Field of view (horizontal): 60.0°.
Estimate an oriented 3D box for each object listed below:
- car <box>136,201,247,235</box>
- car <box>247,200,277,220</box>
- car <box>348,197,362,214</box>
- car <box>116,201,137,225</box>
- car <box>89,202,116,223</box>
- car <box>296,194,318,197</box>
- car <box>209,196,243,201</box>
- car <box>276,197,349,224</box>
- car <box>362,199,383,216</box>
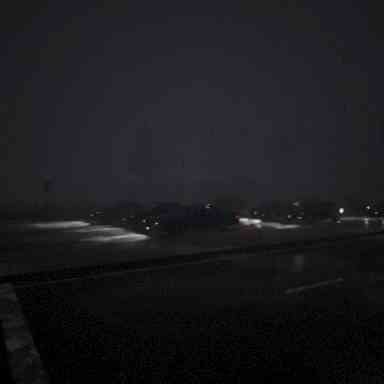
[{"bbox_3d":[0.080,1.379,17.676,5.357,1.411,2.033,0,1,-33],"label":"car"},{"bbox_3d":[6.415,1.349,25.909,4.181,1.385,1.994,0,1,-33],"label":"car"},{"bbox_3d":[14.846,1.266,31.329,4.902,1.511,2.128,0,1,-33],"label":"car"},{"bbox_3d":[-1.973,1.322,20.512,4.674,1.442,1.812,0,1,-33],"label":"car"},{"bbox_3d":[-4.876,1.325,22.804,4.181,1.385,1.994,0,1,-33],"label":"car"},{"bbox_3d":[11.051,1.094,33.052,4.553,1.767,2.097,0,1,-33],"label":"car"},{"bbox_3d":[2.427,1.103,27.502,4.553,1.767,2.097,0,1,-33],"label":"car"},{"bbox_3d":[8.406,1.326,23.024,4.892,1.490,1.837,0,1,-32],"label":"car"},{"bbox_3d":[17.058,1.412,28.593,4.718,1.301,1.895,0,1,-33],"label":"car"}]
